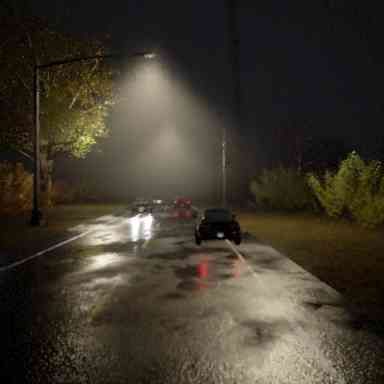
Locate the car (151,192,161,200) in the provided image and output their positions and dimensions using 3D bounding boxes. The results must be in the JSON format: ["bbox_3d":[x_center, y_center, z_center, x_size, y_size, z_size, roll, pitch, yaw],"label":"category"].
[{"bbox_3d":[-7.657,1.024,70.936,1.895,1.301,4.718,0,1,-6],"label":"car"}]

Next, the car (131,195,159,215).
[{"bbox_3d":[-4.433,1.281,30.628,2.128,1.511,4.902,0,0,-3],"label":"car"}]

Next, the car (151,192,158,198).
[{"bbox_3d":[-10.033,0.755,89.228,1.837,1.490,4.892,0,1,-8],"label":"car"}]

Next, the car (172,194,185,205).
[{"bbox_3d":[-2.174,1.117,51.593,1.837,1.490,4.892,0,1,-5],"label":"car"}]

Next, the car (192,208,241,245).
[{"bbox_3d":[1.021,1.430,14.870,1.812,1.442,4.674,0,0,-1],"label":"car"}]

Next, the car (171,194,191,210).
[{"bbox_3d":[-1.220,1.246,38.763,1.812,1.442,4.674,0,0,-4],"label":"car"}]
